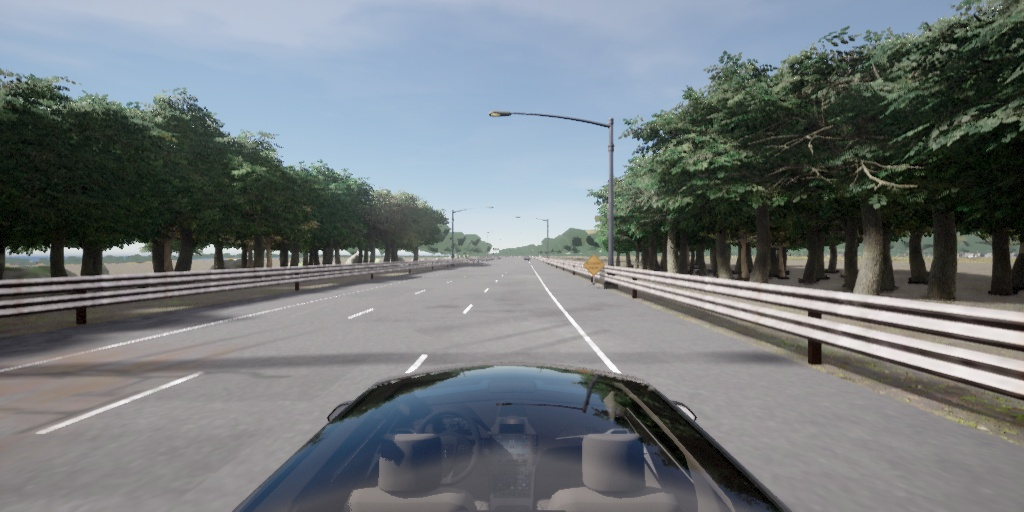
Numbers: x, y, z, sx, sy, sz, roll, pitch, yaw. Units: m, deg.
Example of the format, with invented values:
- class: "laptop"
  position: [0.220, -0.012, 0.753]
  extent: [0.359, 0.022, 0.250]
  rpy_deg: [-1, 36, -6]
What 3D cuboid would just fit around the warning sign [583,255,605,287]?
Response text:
- class: "warning sign"
  position: [4.865, 0.838, 21.326]
  extent: [1.300, 1.860, 1.060]
  rpy_deg: [0, 0, 2]
